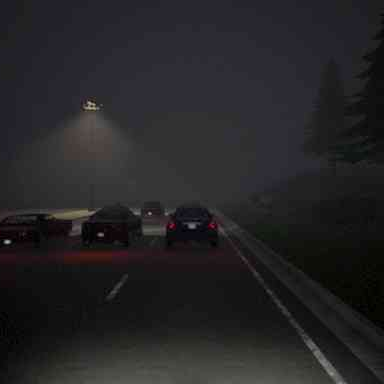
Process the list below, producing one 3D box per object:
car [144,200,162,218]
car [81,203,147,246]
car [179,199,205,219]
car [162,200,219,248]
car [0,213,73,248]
[{"bbox_3d":[-3.495,1.508,30.086,1.837,1.490,4.892,0,0,0],"label":"car"},{"bbox_3d":[-3.493,1.478,15.257,1.882,1.535,5.008,0,0,0],"label":"car"},{"bbox_3d":[0.005,1.492,30.079,2.128,1.511,4.902,0,0,0],"label":"car"},{"bbox_3d":[0.003,1.350,14.865,2.097,1.767,4.553,0,0,0],"label":"car"},{"bbox_3d":[-6.998,1.601,14.887,1.895,1.301,4.718,0,0,0],"label":"car"}]
